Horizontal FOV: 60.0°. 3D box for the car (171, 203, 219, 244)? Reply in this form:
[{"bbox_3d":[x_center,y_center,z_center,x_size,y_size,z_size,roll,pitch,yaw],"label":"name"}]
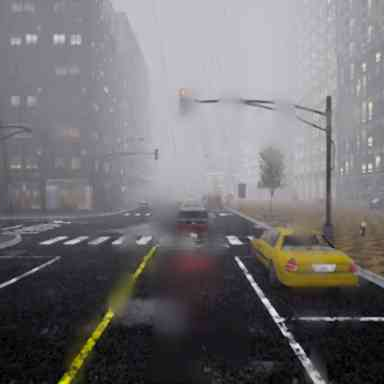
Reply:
[{"bbox_3d":[0.073,1.488,15.564,1.837,1.490,4.892,0,0,0],"label":"car"}]

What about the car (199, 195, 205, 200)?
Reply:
[{"bbox_3d":[2.726,1.427,91.231,1.752,1.417,4.829,0,0,0],"label":"car"}]

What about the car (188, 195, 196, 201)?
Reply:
[{"bbox_3d":[0.036,1.412,80.546,1.895,1.301,4.718,0,0,0],"label":"car"}]

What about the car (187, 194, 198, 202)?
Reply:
[{"bbox_3d":[0.031,1.261,70.485,2.097,1.767,4.553,0,0,0],"label":"car"}]

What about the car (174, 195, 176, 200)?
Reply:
[{"bbox_3d":[-5.660,1.343,80.011,1.967,1.590,4.097,0,0,0],"label":"car"}]

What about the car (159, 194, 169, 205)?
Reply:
[{"bbox_3d":[-5.668,1.462,57.905,2.008,1.369,4.403,0,0,0],"label":"car"}]

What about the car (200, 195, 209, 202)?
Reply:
[{"bbox_3d":[2.719,1.450,74.481,1.887,1.381,4.507,0,0,0],"label":"car"}]

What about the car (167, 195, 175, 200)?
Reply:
[{"bbox_3d":[-5.654,1.427,90.895,1.752,1.417,4.829,0,0,0],"label":"car"}]

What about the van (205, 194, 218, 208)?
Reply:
[{"bbox_3d":[2.706,1.262,46.847,1.690,1.788,3.998,0,0,0],"label":"van"}]

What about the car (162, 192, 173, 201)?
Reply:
[{"bbox_3d":[-5.664,1.347,68.958,1.967,1.590,4.097,0,0,0],"label":"car"}]

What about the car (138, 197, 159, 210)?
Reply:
[{"bbox_3d":[-5.675,1.478,41.325,2.008,1.369,4.403,0,0,0],"label":"car"}]

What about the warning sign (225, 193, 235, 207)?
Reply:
[{"bbox_3d":[5.092,1.039,44.576,1.300,1.860,1.060,0,0,0],"label":"warning sign"}]

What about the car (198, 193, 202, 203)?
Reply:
[{"bbox_3d":[2.713,1.224,63.427,2.192,1.841,5.009,0,0,0],"label":"car"}]

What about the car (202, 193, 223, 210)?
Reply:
[{"bbox_3d":[2.704,1.242,41.321,2.192,1.841,5.009,0,0,0],"label":"car"}]

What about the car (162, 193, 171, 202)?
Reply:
[{"bbox_3d":[-5.666,1.454,63.430,1.887,1.381,4.507,0,0,0],"label":"car"}]

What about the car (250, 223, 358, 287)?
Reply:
[{"bbox_3d":[2.691,1.506,9.079,1.752,1.417,4.829,0,0,0],"label":"car"}]
